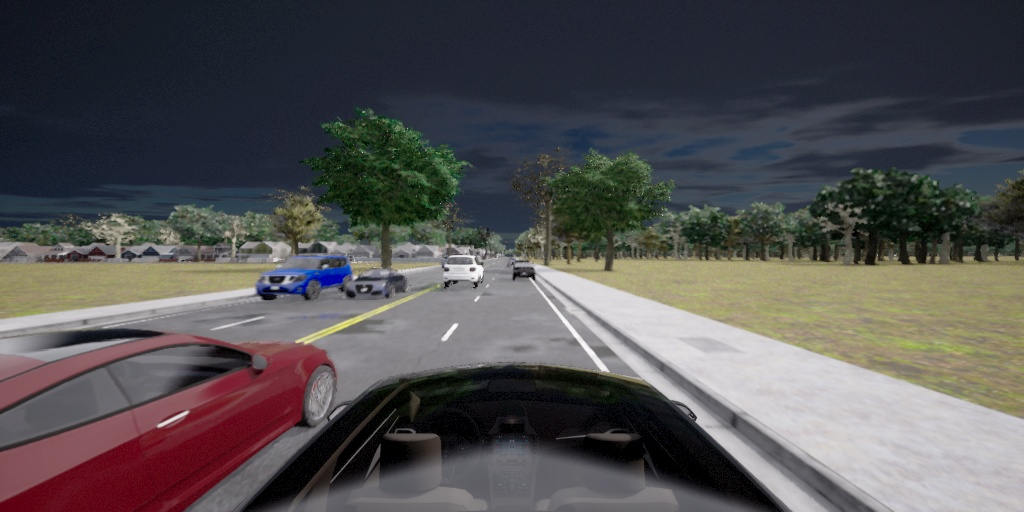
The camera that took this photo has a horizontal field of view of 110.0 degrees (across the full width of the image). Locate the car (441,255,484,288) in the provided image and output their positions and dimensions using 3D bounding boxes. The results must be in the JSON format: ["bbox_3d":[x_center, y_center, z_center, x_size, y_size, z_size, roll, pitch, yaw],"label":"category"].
[{"bbox_3d":[-3.154,0.972,24.022,2.150,2.045,5.566,0,0,0],"label":"car"}]

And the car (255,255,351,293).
[{"bbox_3d":[-9.854,0.974,17.660,2.150,2.045,5.566,0,0,0],"label":"car"}]

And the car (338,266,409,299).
[{"bbox_3d":[-6.602,1.315,17.988,1.994,1.385,4.181,0,0,0],"label":"car"}]

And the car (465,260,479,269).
[{"bbox_3d":[-6.554,1.375,59.153,1.895,1.301,4.718,0,0,1],"label":"car"}]

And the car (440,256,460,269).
[{"bbox_3d":[-9.808,0.984,57.258,2.150,2.045,5.566,0,0,1],"label":"car"}]

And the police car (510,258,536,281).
[{"bbox_3d":[0.968,1.177,30.606,1.930,1.638,5.238,0,0,0],"label":"police car"}]

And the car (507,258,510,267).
[{"bbox_3d":[-0.013,1.334,65.331,2.033,1.411,5.357,0,0,0],"label":"car"}]

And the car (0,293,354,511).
[{"bbox_3d":[-3.151,1.276,2.694,1.812,1.442,4.674,0,0,0],"label":"car"}]
